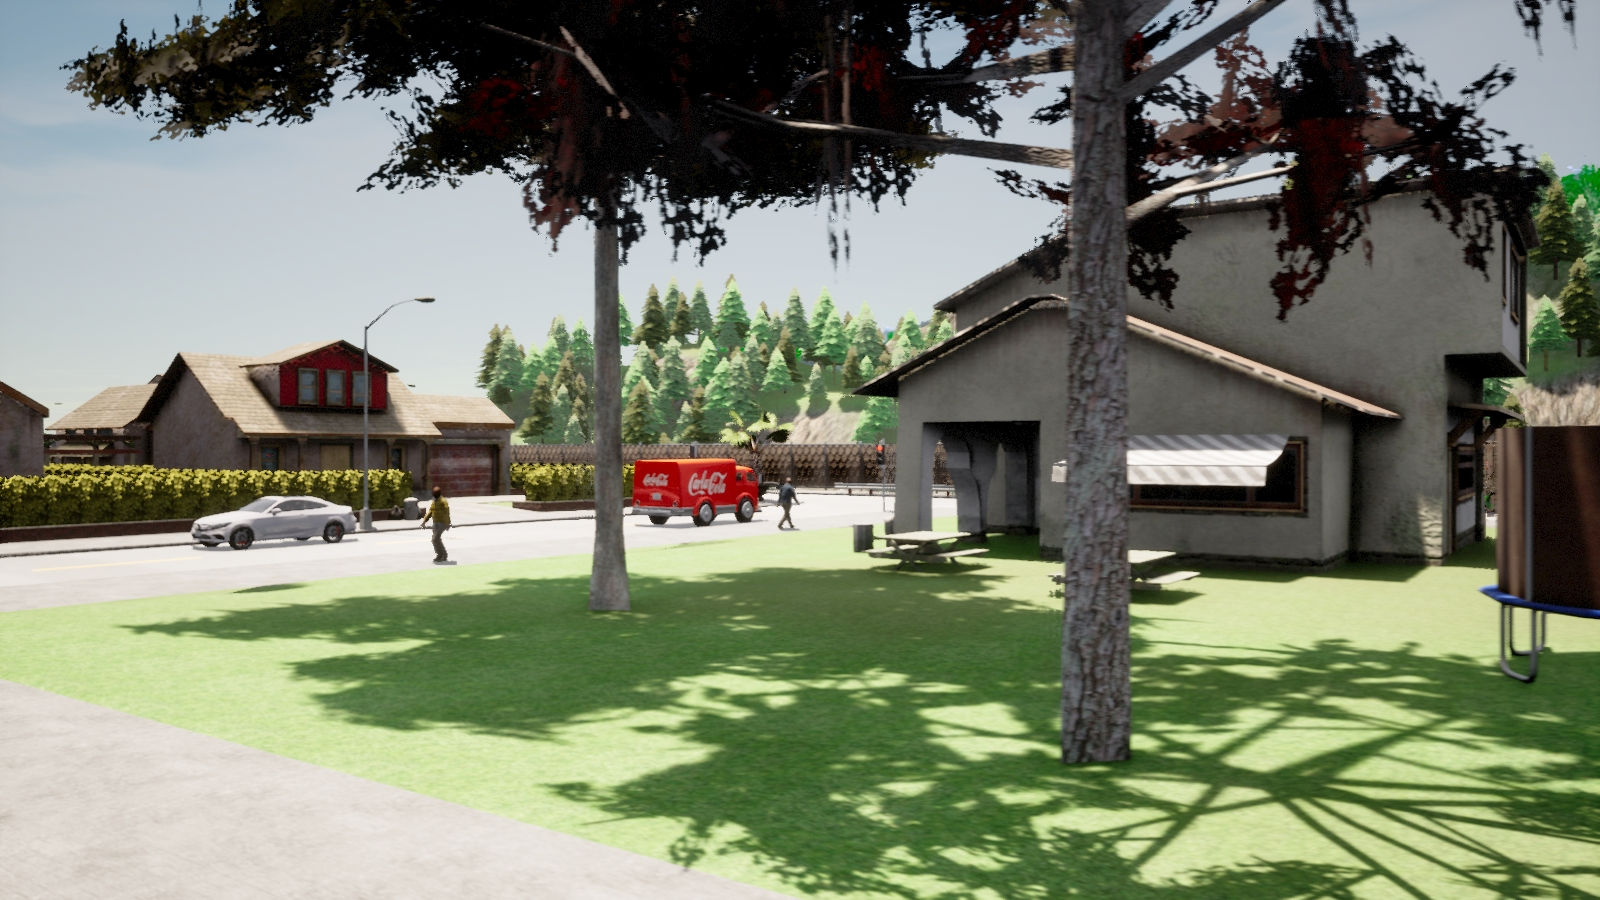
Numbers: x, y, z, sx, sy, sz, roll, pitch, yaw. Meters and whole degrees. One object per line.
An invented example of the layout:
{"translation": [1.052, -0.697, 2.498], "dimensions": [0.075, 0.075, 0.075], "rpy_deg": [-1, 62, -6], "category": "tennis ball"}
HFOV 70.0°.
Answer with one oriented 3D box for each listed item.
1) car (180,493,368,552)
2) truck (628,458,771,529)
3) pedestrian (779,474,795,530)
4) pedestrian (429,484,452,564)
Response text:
{"translation": [-15.427, 2.081, 33.727], "dimensions": [2.002, 1.442, 4.674], "rpy_deg": [0, 0, 35], "category": "car"}
{"translation": [-3.716, 1.568, 43.214], "dimensions": [2.627, 2.467, 5.204], "rpy_deg": [0, 0, 35], "category": "truck"}
{"translation": [-0.443, 1.744, 38.416], "dimensions": [0.375, 1.860, 0.375], "rpy_deg": [0, 0, 39], "category": "pedestrian"}
{"translation": [-8.484, 1.743, 26.942], "dimensions": [0.375, 1.860, 0.375], "rpy_deg": [0, 0, 35], "category": "pedestrian"}
